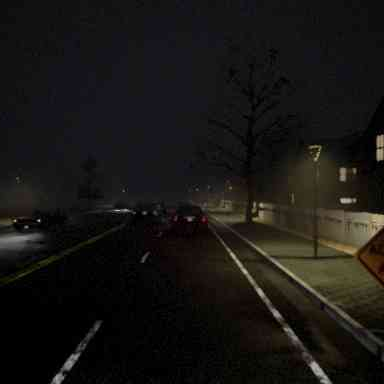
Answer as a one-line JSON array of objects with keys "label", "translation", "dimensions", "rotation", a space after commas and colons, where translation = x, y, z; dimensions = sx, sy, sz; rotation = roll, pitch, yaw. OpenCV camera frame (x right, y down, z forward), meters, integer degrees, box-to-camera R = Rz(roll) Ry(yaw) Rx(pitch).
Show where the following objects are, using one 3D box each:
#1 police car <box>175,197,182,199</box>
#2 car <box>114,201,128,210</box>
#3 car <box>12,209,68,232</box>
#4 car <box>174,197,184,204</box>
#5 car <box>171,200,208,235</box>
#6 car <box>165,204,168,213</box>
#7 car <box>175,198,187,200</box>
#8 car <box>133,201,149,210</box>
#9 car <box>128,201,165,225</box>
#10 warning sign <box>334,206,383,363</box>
[{"label": "police car", "translation": [-2.138, 2.294, 75.077], "dimensions": [1.930, 1.638, 5.238], "rotation": [0, -1, -5]}, {"label": "car", "translation": [-11.486, 2.195, 54.391], "dimensions": [1.994, 1.385, 4.181], "rotation": [0, -1, -3]}, {"label": "car", "translation": [-10.088, 1.854, 22.433], "dimensions": [1.895, 1.301, 4.718], "rotation": [0, -1, -1]}, {"label": "car", "translation": [-3.596, 2.293, 91.036], "dimensions": [2.150, 2.045, 5.566], "rotation": [0, -1, -6]}, {"label": "car", "translation": [-0.162, 1.576, 20.498], "dimensions": [2.097, 1.767, 4.553], "rotation": [0, -1, -1]}, {"label": "car", "translation": [-4.269, 1.990, 44.044], "dimensions": [2.128, 1.511, 4.902], "rotation": [0, 0, -3]}, {"label": "car", "translation": [-0.970, 1.963, 43.398], "dimensions": [1.882, 1.535, 5.008], "rotation": [0, 0, -3]}, {"label": "car", "translation": [-8.206, 2.170, 54.088], "dimensions": [2.033, 1.411, 5.357], "rotation": [0, -1, -3]}, {"label": "car", "translation": [-3.608, 1.652, 27.078], "dimensions": [2.097, 1.767, 4.553], "rotation": [0, -1, -1]}, {"label": "warning sign", "translation": [2.858, 1.165, 4.581], "dimensions": [1.300, 1.860, 1.060], "rotation": [1, 1, 0]}]
